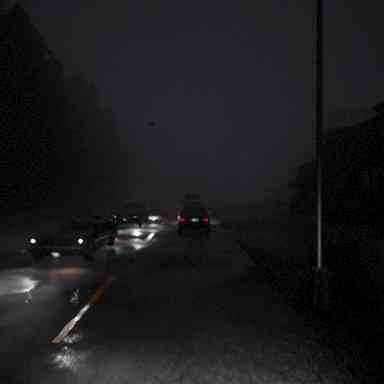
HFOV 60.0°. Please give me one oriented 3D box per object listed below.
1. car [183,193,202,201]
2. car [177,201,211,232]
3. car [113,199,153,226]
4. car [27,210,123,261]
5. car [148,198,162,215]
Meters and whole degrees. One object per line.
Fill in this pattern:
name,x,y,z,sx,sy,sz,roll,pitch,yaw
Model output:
car,0.049,1.092,42.283,2.150,2.045,5.566,0,0,1
car,0.107,1.487,19.578,2.033,1.411,5.357,0,0,0
car,-4.066,1.435,22.618,1.837,1.490,4.892,0,0,0
car,-4.084,1.564,12.205,1.895,1.301,4.718,0,0,0
car,-4.049,1.389,32.908,2.128,1.511,4.902,0,0,1
